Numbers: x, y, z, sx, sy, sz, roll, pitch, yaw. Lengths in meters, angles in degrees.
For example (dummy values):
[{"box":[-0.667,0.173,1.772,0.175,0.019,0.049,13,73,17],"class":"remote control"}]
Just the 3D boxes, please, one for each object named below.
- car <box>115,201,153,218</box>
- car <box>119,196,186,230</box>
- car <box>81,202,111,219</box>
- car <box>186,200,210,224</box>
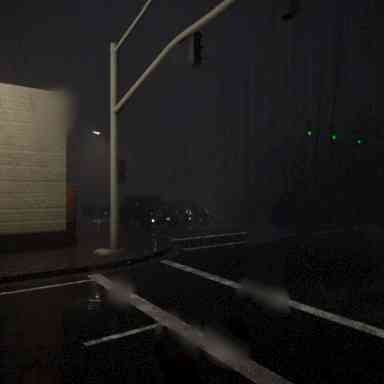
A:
[{"box":[-5.687,1.619,32.115,1.994,1.385,4.181,0,0,-35],"class":"car"},{"box":[-3.040,1.277,22.372,2.150,2.045,5.566,0,0,-36],"class":"car"},{"box":[-8.502,1.619,30.041,1.994,1.385,4.181,0,0,-35],"class":"car"},{"box":[-0.671,1.407,25.084,2.097,1.767,4.553,0,0,-35],"class":"car"}]
